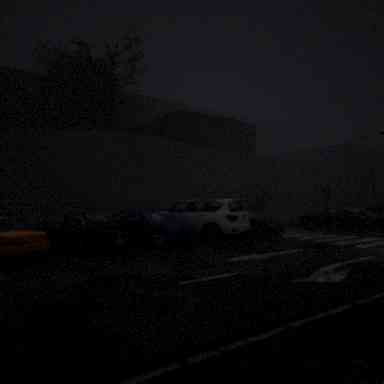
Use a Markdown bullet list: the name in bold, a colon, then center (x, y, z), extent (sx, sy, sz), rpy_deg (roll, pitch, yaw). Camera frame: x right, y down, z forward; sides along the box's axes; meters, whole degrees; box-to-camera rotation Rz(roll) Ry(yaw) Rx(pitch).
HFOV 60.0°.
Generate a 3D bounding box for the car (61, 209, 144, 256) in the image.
- **car**: center (-4.594, 1.538, 13.357), extent (4.892, 1.521, 2.231), rpy_deg (-1, -1, 35)

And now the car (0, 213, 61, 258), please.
- **car**: center (-7.181, 1.503, 11.736), extent (5.366, 1.575, 1.946), rpy_deg (-1, -1, 35)

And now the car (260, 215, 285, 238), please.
- **car**: center (2.686, 1.645, 18.563), extent (4.892, 1.521, 2.231), rpy_deg (-1, -2, 34)

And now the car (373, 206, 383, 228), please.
- **car**: center (12.556, 1.813, 25.370), extent (5.366, 1.575, 1.946), rpy_deg (-1, -2, 35)

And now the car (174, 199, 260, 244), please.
- **car**: center (0.233, 1.353, 16.840), extent (5.566, 2.045, 2.435), rpy_deg (-1, -1, 35)

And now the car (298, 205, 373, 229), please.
- **car**: center (9.975, 1.811, 23.739), extent (4.674, 1.452, 2.002), rpy_deg (-1, -1, 35)

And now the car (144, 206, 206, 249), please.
- **car**: center (-2.170, 1.570, 15.099), extent (5.008, 1.535, 2.097), rpy_deg (-1, -1, 35)
